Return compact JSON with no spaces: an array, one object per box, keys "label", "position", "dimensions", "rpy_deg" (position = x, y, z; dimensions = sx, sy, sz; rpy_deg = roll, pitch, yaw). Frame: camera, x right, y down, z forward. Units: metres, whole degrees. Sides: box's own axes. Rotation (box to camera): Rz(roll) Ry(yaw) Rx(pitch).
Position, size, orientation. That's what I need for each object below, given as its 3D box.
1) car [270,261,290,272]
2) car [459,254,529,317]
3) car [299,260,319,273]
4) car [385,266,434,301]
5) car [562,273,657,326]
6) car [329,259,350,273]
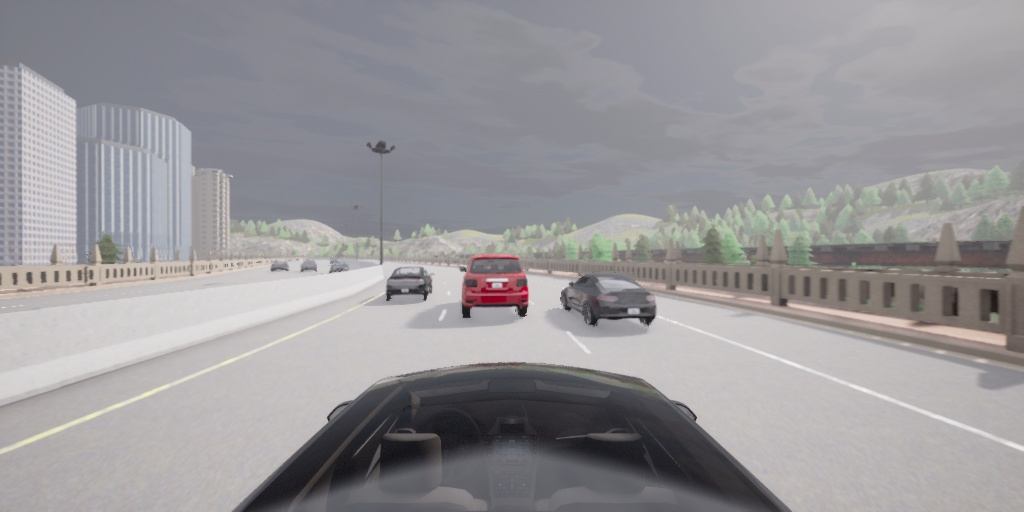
[{"label":"car","position":[-30.814,1.377,47.789],"dimensions":[2.033,1.411,5.357],"rpy_deg":[0,0,-27]},{"label":"car","position":[-0.757,0.967,13.370],"dimensions":[2.150,2.045,5.566],"rpy_deg":[0,0,-7]},{"label":"car","position":[-25.912,1.318,45.881],"dimensions":[1.837,1.490,4.892],"rpy_deg":[0,0,-27]},{"label":"car","position":[-4.930,1.249,17.593],"dimensions":[2.128,1.511,4.902],"rpy_deg":[0,0,-9]},{"label":"car","position":[2.923,1.259,11.533],"dimensions":[1.812,1.442,4.674],"rpy_deg":[0,0,-5]},{"label":"car","position":[-19.666,1.358,41.050],"dimensions":[1.994,1.385,4.181],"rpy_deg":[0,0,-25]}]
